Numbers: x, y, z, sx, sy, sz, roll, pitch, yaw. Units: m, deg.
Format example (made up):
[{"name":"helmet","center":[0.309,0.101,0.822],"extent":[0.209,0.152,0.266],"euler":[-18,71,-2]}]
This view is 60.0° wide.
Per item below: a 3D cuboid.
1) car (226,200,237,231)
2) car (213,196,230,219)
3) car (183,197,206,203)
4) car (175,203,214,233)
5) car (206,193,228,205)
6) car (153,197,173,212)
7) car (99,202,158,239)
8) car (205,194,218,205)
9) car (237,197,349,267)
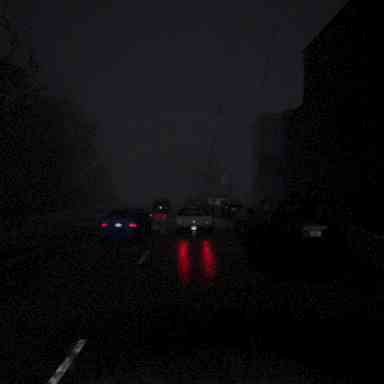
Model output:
[{"name":"car","center":[3.223,1.397,16.844],"extent":[2.231,1.521,4.892],"euler":[0,0,0]},{"name":"car","center":[3.226,1.371,27.932],"extent":[2.163,1.488,4.792],"euler":[0,0,0]},{"name":"car","center":[0.098,1.314,35.753],"extent":[2.128,1.511,4.902],"euler":[0,0,0]},{"name":"car","center":[0.100,1.507,18.853],"extent":[1.895,1.301,4.718],"euler":[0,0,0]},{"name":"car","center":[3.223,1.256,44.786],"extent":[1.946,1.575,5.366],"euler":[0,0,0]},{"name":"car","center":[-3.152,1.327,35.891],"extent":[1.837,1.490,4.892],"euler":[0,0,0]},{"name":"car","center":[-3.151,1.464,16.749],"extent":[2.033,1.411,5.357],"euler":[0,0,0]},{"name":"car","center":[3.232,1.204,55.834],"extent":[1.946,1.575,5.366],"euler":[0,0,0]},{"name":"car","center":[3.224,1.172,11.352],"extent":[2.435,2.045,5.566],"euler":[0,0,0]}]
